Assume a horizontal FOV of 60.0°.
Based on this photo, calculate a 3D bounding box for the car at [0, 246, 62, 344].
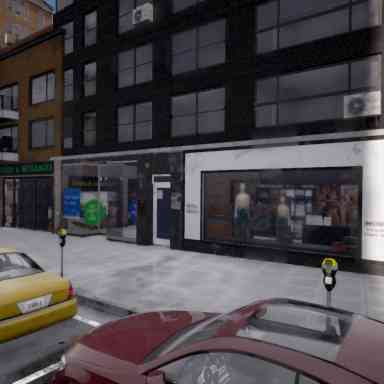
[{"bbox_3d":[-4.065,1.523,5.977,4.829,1.417,1.752,0,1,36],"label":"car"}]

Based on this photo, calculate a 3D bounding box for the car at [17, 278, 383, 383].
[{"bbox_3d":[0.621,1.582,2.634,4.206,1.307,1.802,0,1,36],"label":"car"}]
